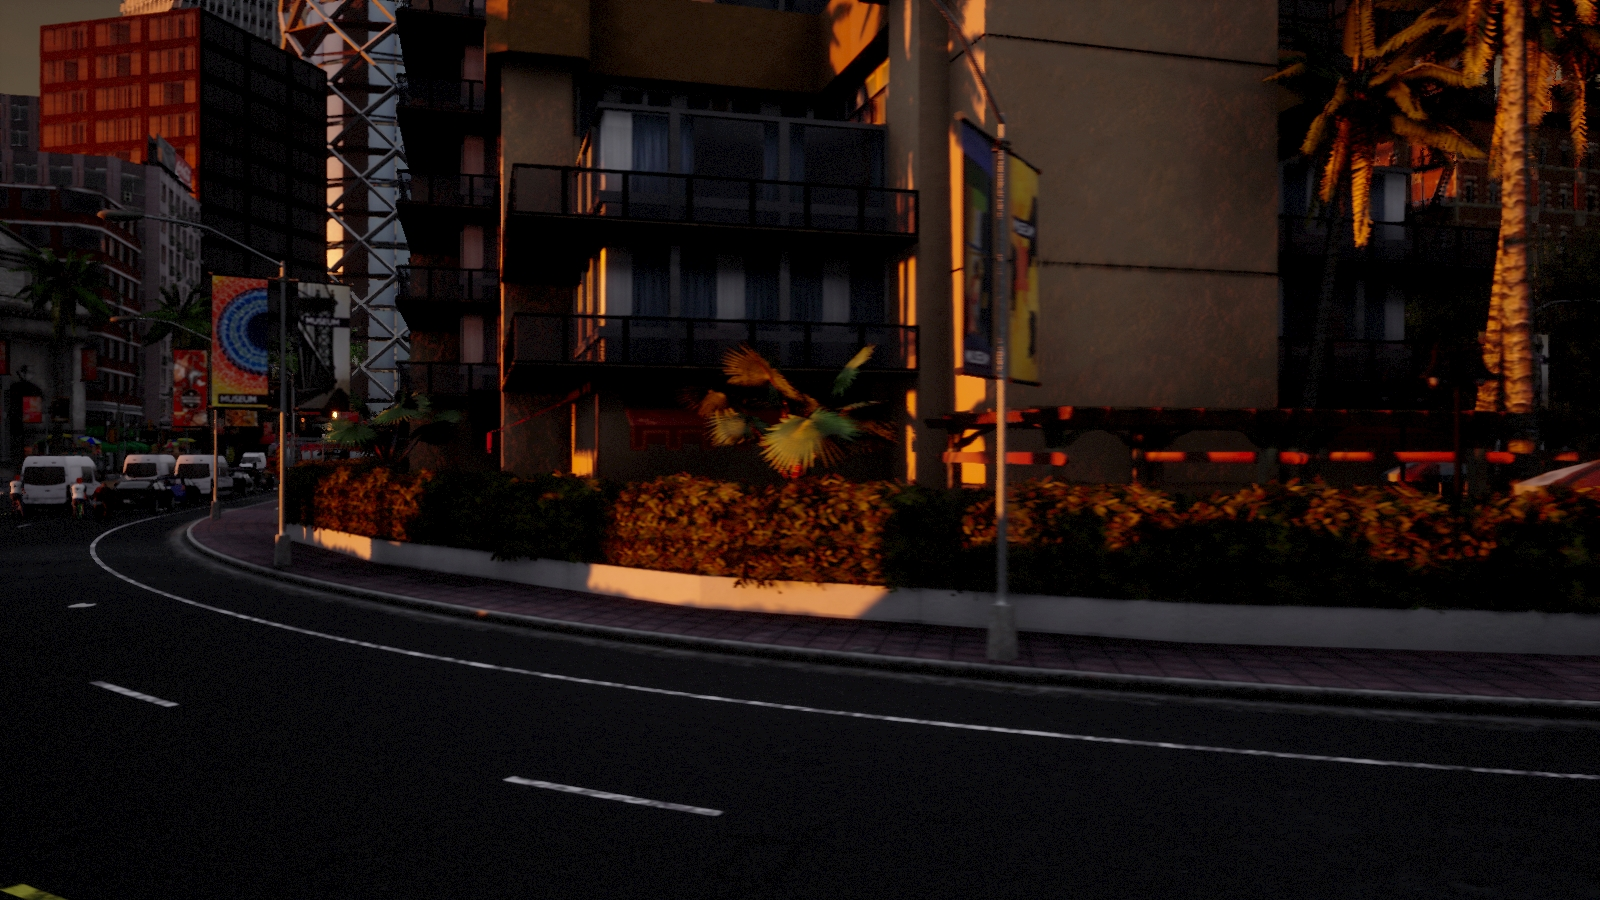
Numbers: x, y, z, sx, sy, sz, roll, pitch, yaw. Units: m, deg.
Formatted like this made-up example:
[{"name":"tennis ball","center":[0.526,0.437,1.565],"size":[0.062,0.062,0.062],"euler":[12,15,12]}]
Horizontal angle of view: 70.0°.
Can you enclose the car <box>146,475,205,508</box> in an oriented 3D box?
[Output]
[{"name":"car","center":[-31.324,2.053,57.426],"size":[1.845,1.501,3.633],"euler":[0,0,-16]}]

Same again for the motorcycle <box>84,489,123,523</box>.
[{"name":"motorcycle","center":[-27.944,2.216,45.864],"size":[0.867,1.251,2.209],"euler":[0,0,-19]}]

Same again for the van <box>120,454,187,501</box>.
[{"name":"van","center":[-37.459,1.551,66.386],"size":[1.988,2.561,5.915],"euler":[0,0,-15]}]

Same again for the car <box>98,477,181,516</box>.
[{"name":"car","center":[-29.617,2.047,51.409],"size":[2.097,1.535,5.006],"euler":[0,0,-17]}]

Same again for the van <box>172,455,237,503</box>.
[{"name":"van","center":[-33.062,1.551,63.600],"size":[1.988,2.561,5.915],"euler":[0,0,-15]}]

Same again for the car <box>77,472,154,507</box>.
[{"name":"car","center":[-35.537,2.007,59.473],"size":[2.152,1.651,5.027],"euler":[0,0,-16]}]

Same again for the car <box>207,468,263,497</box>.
[{"name":"car","center":[-34.883,2.001,70.677],"size":[2.097,1.638,5.238],"euler":[0,0,-15]}]

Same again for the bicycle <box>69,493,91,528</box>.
[{"name":"bicycle","center":[-26.452,2.216,41.983],"size":[0.373,1.196,1.643],"euler":[0,0,-21]}]

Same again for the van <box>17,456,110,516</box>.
[{"name":"van","center":[-33.447,1.547,52.078],"size":[1.988,2.561,5.915],"euler":[0,0,-16]}]
